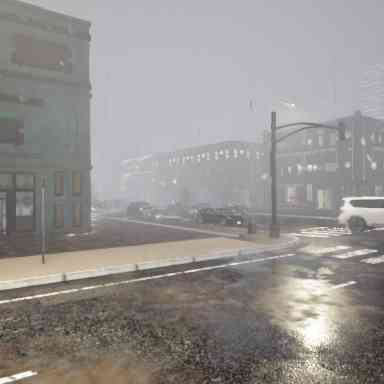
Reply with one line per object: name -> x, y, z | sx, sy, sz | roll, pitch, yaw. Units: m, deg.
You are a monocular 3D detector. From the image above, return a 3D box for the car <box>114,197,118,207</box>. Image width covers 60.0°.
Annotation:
car -> -14.488, 1.940, 64.313 | 2.192, 1.841, 5.009 | -1, 0, -35

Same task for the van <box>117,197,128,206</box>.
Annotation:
van -> -11.348, 1.907, 59.754 | 1.690, 1.788, 3.998 | -1, 0, -35

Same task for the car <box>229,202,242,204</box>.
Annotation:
car -> 4.352, 1.809, 36.960 | 2.008, 1.369, 4.403 | -2, 0, -35

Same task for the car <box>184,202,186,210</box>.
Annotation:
car -> 1.214, 1.903, 41.519 | 1.802, 1.307, 4.206 | -1, 0, -35

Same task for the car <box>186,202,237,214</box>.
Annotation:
car -> 1.780, 1.873, 30.502 | 1.895, 1.301, 4.718 | -1, 0, -35

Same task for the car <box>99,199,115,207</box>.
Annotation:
car -> -17.622, 2.227, 68.872 | 1.887, 1.381, 4.507 | -1, 0, -35

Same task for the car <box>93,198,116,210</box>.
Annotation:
car -> -14.821, 2.132, 54.786 | 2.128, 1.511, 4.902 | -1, 0, -35

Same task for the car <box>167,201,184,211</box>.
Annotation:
car -> -1.925, 1.966, 46.078 | 1.802, 1.307, 4.206 | -1, 0, -35

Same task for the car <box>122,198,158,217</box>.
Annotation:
car -> -5.691, 1.846, 36.764 | 1.967, 1.590, 4.097 | -1, 0, -35

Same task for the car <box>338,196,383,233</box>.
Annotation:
car -> 11.093, 1.246, 18.432 | 5.566, 2.045, 2.150 | -2, -1, 44

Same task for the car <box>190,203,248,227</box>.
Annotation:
car -> 2.082, 1.814, 25.267 | 1.947, 1.339, 4.313 | -1, 0, -35
